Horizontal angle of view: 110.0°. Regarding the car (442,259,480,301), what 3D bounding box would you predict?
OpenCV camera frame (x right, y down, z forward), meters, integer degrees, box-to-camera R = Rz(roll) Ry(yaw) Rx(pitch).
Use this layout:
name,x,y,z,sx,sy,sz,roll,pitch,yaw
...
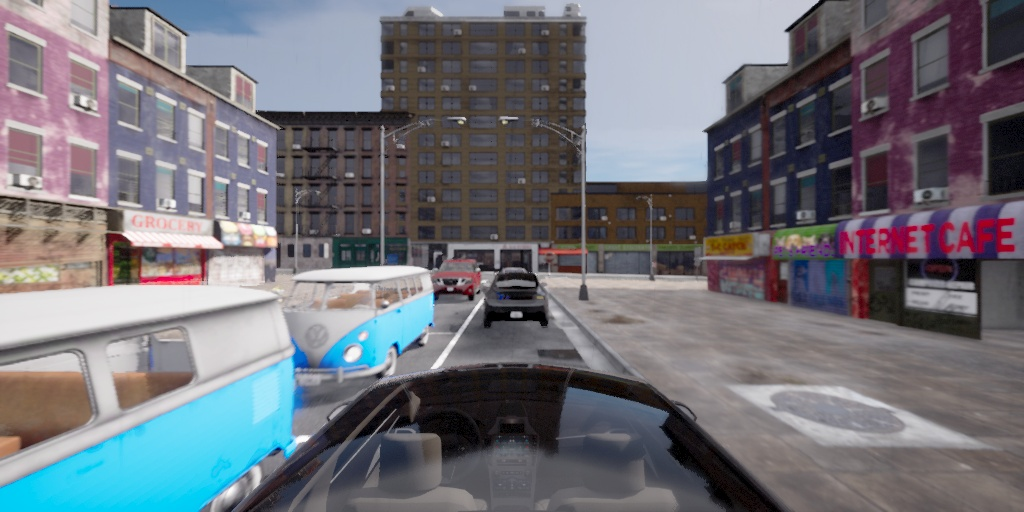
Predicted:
name,x,y,z,sx,sy,sz,roll,pitch,yaw
car,-2.615,1.081,17.671,2.192,1.841,5.009,0,0,0

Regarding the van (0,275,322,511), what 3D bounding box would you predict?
name,x,y,z,sx,sy,sz,roll,pitch,yaw
van,-2.638,1.090,1.338,1.690,1.789,3.998,0,0,0

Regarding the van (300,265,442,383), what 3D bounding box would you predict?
name,x,y,z,sx,sy,sz,roll,pitch,yaw
van,-2.631,1.097,6.783,1.690,1.789,3.998,0,0,0

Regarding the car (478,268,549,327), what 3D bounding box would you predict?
name,x,y,z,sx,sy,sz,roll,pitch,yaw
car,0.111,1.266,11.605,1.837,1.490,4.892,0,0,0
